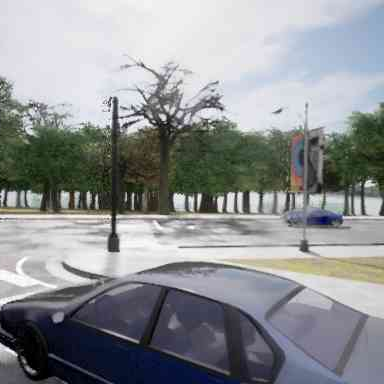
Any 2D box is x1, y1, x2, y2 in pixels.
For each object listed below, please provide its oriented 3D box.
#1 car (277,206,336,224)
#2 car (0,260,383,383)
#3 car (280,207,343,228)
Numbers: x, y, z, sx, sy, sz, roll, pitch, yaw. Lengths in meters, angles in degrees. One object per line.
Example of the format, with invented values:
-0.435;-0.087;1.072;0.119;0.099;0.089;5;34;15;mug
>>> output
10.865;2.173;31.729;4.902;1.511;2.128;1;1;-11;car
-0.058;1.550;3.734;5.357;1.411;2.033;0;0;35;car
10.327;2.184;28.309;5.008;1.535;1.882;1;1;-11;car
